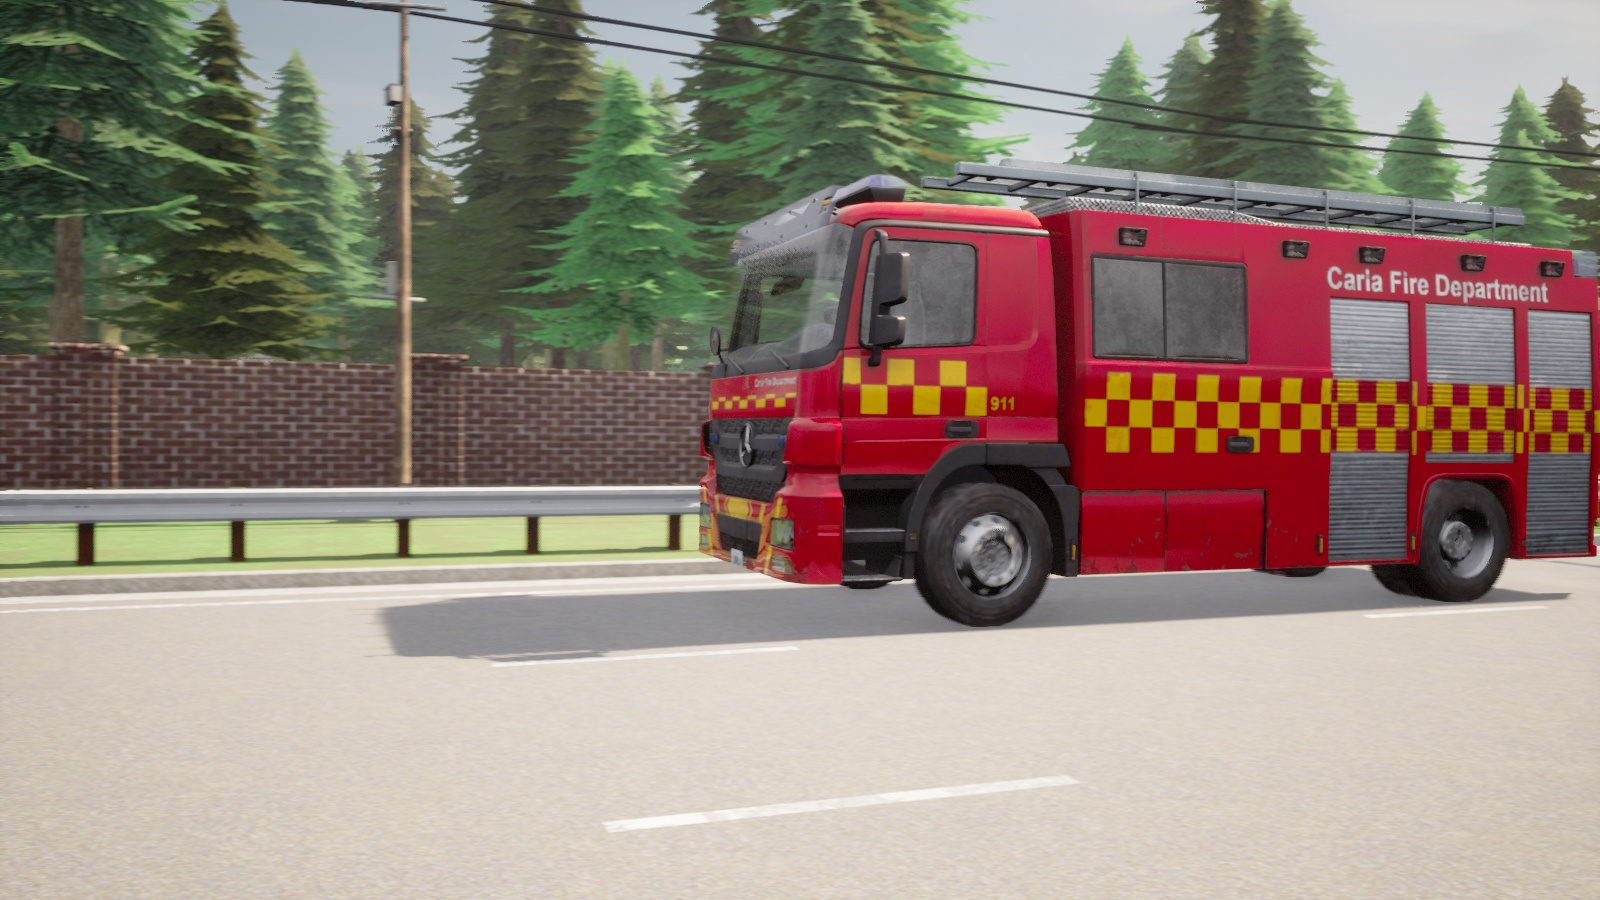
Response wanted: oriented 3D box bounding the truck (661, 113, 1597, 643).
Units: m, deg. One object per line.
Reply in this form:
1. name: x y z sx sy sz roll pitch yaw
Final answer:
1. truck: 3.192 -0.596 11.924 8.468 3.827 2.891 -1 1 -21
